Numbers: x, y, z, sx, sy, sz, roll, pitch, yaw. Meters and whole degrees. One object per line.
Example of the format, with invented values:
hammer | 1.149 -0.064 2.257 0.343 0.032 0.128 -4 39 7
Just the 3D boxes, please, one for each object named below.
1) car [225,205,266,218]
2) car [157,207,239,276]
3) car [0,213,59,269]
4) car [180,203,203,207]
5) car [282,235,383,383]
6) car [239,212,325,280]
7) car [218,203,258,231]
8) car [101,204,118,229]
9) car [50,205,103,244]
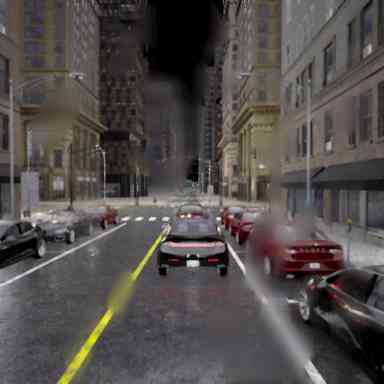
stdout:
car | 2.733 1.481 15.177 1.887 1.381 4.507 -1 0 0
car | 0.040 1.449 10.198 2.128 1.511 4.902 0 0 0
car | -5.785 1.527 9.661 1.947 1.339 4.313 -1 0 0
car | -0.025 1.426 19.302 1.837 1.490 4.892 0 0 0
car | 2.748 1.547 4.168 1.947 1.339 4.313 -1 0 0
car | 2.740 1.504 9.672 1.887 1.381 4.507 -1 0 0
car | 2.725 1.459 20.683 1.887 1.381 4.507 -1 0 0
car | -5.800 1.461 20.671 1.887 1.381 4.507 -1 0 0
car | -5.792 1.490 15.166 2.008 1.369 4.403 -1 0 0
